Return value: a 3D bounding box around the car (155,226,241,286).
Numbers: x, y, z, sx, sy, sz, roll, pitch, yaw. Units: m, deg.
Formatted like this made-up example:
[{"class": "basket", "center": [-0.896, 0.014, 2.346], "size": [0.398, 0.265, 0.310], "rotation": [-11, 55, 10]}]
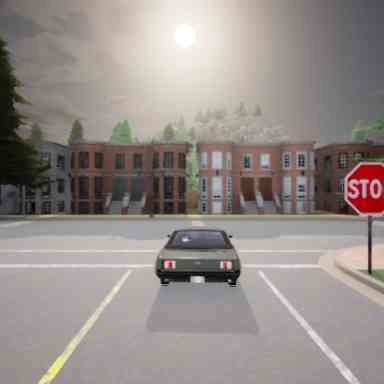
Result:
[{"class": "car", "center": [0.229, 1.594, 9.367], "size": [1.895, 1.301, 4.718], "rotation": [0, 0, 3]}]
